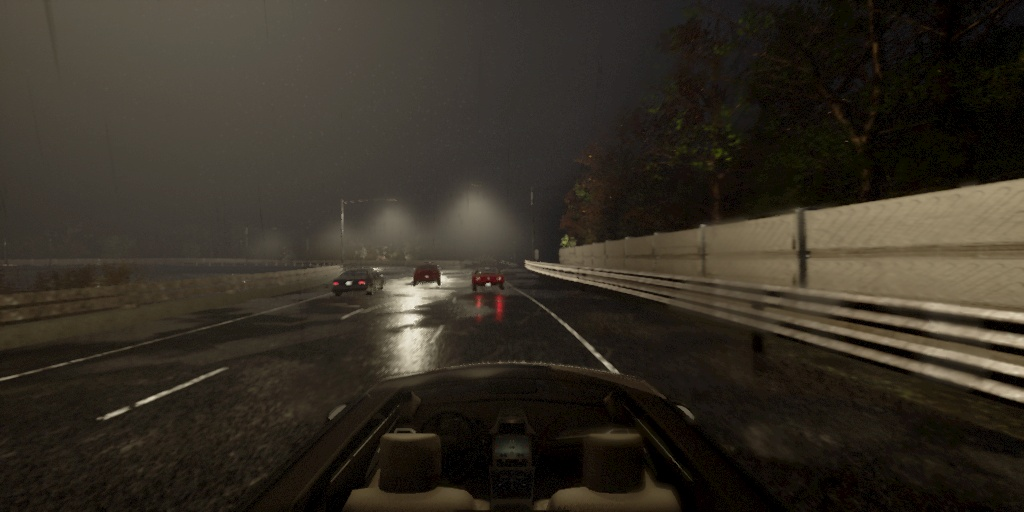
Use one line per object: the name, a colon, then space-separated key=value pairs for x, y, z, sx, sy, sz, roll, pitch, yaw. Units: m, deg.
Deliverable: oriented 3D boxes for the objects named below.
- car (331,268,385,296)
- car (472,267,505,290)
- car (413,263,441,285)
car: x=-8.509 y=1.400 z=20.212 sx=2.033 sy=1.411 sz=5.357 roll=-1 pitch=0 yaw=-10
car: x=-1.591 y=1.344 z=22.708 sx=1.895 sy=1.301 sz=4.718 roll=-1 pitch=0 yaw=-6
car: x=-6.384 y=1.287 z=27.044 sx=1.882 sy=1.535 sz=5.008 roll=-1 pitch=0 yaw=-12
